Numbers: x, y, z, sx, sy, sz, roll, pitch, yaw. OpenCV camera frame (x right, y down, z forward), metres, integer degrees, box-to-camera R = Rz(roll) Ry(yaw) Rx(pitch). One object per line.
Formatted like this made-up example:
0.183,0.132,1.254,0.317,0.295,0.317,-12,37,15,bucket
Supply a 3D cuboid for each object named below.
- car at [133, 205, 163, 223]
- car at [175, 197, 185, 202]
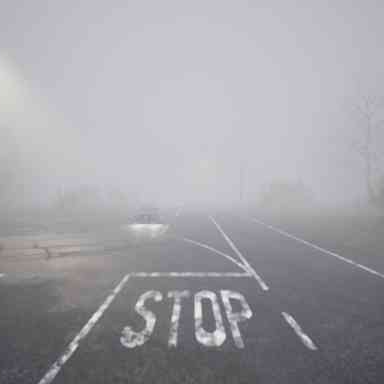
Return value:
-3.429,1.718,26.648,1.994,1.385,4.181,0,0,0,car
-3.067,1.993,85.073,1.895,1.301,4.718,0,0,5,car
